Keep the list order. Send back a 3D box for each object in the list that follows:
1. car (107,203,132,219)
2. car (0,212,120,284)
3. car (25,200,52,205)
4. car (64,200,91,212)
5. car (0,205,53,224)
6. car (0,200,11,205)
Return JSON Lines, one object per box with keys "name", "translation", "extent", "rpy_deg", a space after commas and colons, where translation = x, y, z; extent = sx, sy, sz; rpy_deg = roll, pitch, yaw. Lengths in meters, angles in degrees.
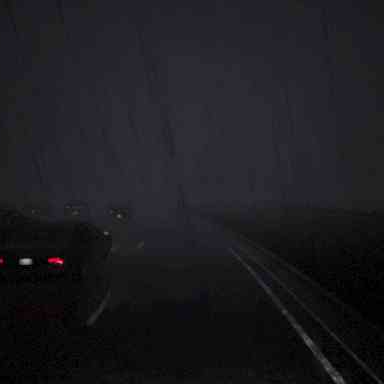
{"name": "car", "translation": [-6.122, 1.567, 28.092], "extent": [1.895, 1.301, 4.718], "rpy_deg": [0, 0, -12]}
{"name": "car", "translation": [-3.657, 1.536, 9.624], "extent": [2.033, 1.411, 5.357], "rpy_deg": [0, 0, -2]}
{"name": "car", "translation": [-13.791, 1.441, 29.883], "extent": [1.882, 1.535, 5.008], "rpy_deg": [0, 0, -15]}
{"name": "car", "translation": [-9.934, 1.457, 28.957], "extent": [2.128, 1.511, 4.902], "rpy_deg": [0, 0, -14]}
{"name": "car", "translation": [-7.402, 1.476, 13.286], "extent": [2.128, 1.511, 4.902], "rpy_deg": [0, 0, -5]}
{"name": "car", "translation": [-17.252, 1.442, 29.337], "extent": [1.882, 1.535, 5.008], "rpy_deg": [0, 0, -15]}
